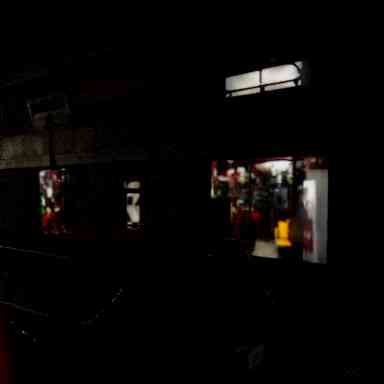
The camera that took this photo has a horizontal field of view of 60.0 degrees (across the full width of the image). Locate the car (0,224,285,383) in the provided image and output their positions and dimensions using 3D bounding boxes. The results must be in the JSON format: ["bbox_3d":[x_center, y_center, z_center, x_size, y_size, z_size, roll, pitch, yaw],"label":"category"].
[{"bbox_3d":[-1.463,1.325,3.899,5.009,1.841,2.192,0,1,35],"label":"car"}]
